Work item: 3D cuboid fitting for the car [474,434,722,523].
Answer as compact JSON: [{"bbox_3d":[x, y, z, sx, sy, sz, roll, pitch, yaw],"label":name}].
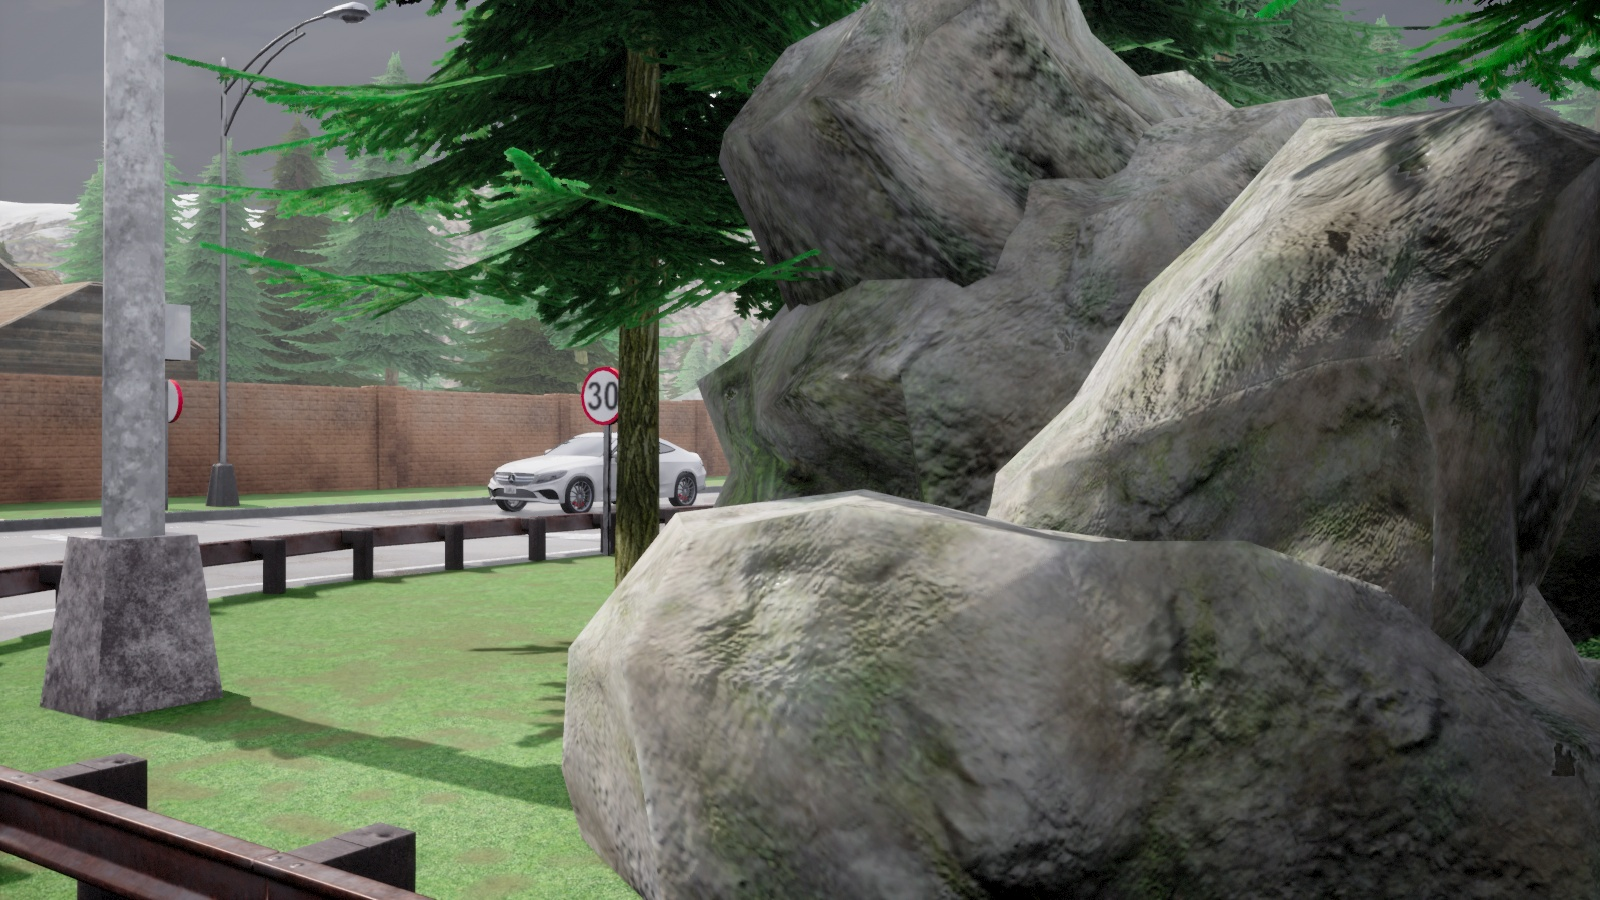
[{"bbox_3d":[-3.607,0.457,23.272,1.812,1.442,4.674,0,1,34],"label":"car"}]
